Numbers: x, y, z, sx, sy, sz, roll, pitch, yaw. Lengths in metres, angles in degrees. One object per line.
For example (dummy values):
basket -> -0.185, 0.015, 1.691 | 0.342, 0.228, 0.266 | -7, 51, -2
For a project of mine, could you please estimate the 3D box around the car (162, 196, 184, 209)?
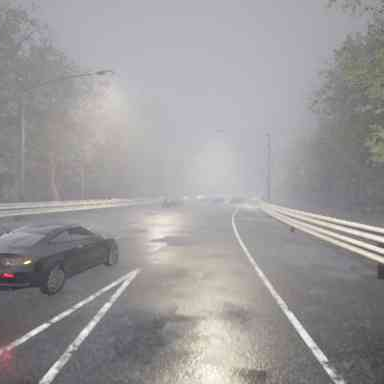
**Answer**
car -> -2.585, 1.377, 46.375 | 2.097, 1.767, 4.553 | 0, 0, 12

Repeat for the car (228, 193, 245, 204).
car -> 8.966, 1.467, 66.627 | 2.097, 1.767, 4.553 | 0, 0, 12

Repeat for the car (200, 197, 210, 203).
car -> 2.988, 1.659, 72.113 | 1.895, 1.301, 4.718 | 0, 0, 12

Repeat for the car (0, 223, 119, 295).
car -> -3.581, 1.528, 8.739 | 1.812, 1.442, 4.674 | 0, 0, 12

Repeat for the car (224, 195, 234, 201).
car -> 9.804, 1.646, 87.046 | 2.033, 1.411, 5.357 | 0, 0, 12

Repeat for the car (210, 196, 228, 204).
car -> 5.510, 1.565, 67.226 | 1.882, 1.535, 5.008 | 0, 0, 12

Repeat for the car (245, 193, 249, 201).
car -> 12.424, 1.632, 82.608 | 1.837, 1.490, 4.892 | 0, 0, 12
